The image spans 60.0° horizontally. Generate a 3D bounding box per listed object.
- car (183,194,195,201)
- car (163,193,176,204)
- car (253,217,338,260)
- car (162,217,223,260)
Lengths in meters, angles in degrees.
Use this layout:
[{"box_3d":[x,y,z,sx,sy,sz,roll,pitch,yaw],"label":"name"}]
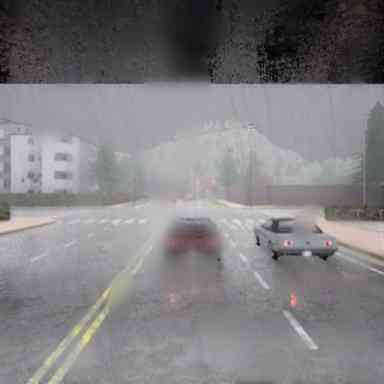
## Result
[{"box_3d":[-0.769,1.311,79.525,1.882,1.535,5.008,0,0,-14],"label":"car"},{"box_3d":[-4.180,1.157,62.186,2.150,2.045,5.566,0,0,1],"label":"car"},{"box_3d":[3.537,1.592,12.369,1.895,1.301,4.718,0,0,1],"label":"car"},{"box_3d":[0.037,1.592,12.360,1.895,1.301,4.718,0,0,1],"label":"car"}]
